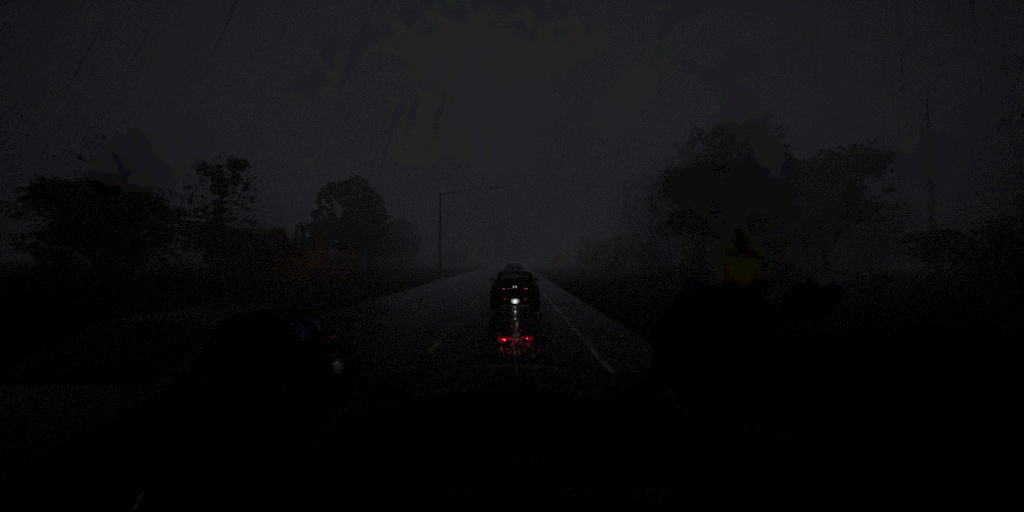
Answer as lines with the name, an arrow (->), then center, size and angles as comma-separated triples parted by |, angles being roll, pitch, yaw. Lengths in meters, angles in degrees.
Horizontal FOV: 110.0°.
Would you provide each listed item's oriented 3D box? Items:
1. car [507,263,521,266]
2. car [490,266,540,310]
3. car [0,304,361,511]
car -> 0.230, 1.490, 37.558 | 1.837, 1.490, 4.892 | 0, 0, 0
car -> 0.118, 1.344, 15.130 | 1.837, 1.490, 4.892 | 0, 0, 0
car -> -3.599, 1.311, 4.078 | 2.033, 1.411, 5.357 | 0, 0, 0
